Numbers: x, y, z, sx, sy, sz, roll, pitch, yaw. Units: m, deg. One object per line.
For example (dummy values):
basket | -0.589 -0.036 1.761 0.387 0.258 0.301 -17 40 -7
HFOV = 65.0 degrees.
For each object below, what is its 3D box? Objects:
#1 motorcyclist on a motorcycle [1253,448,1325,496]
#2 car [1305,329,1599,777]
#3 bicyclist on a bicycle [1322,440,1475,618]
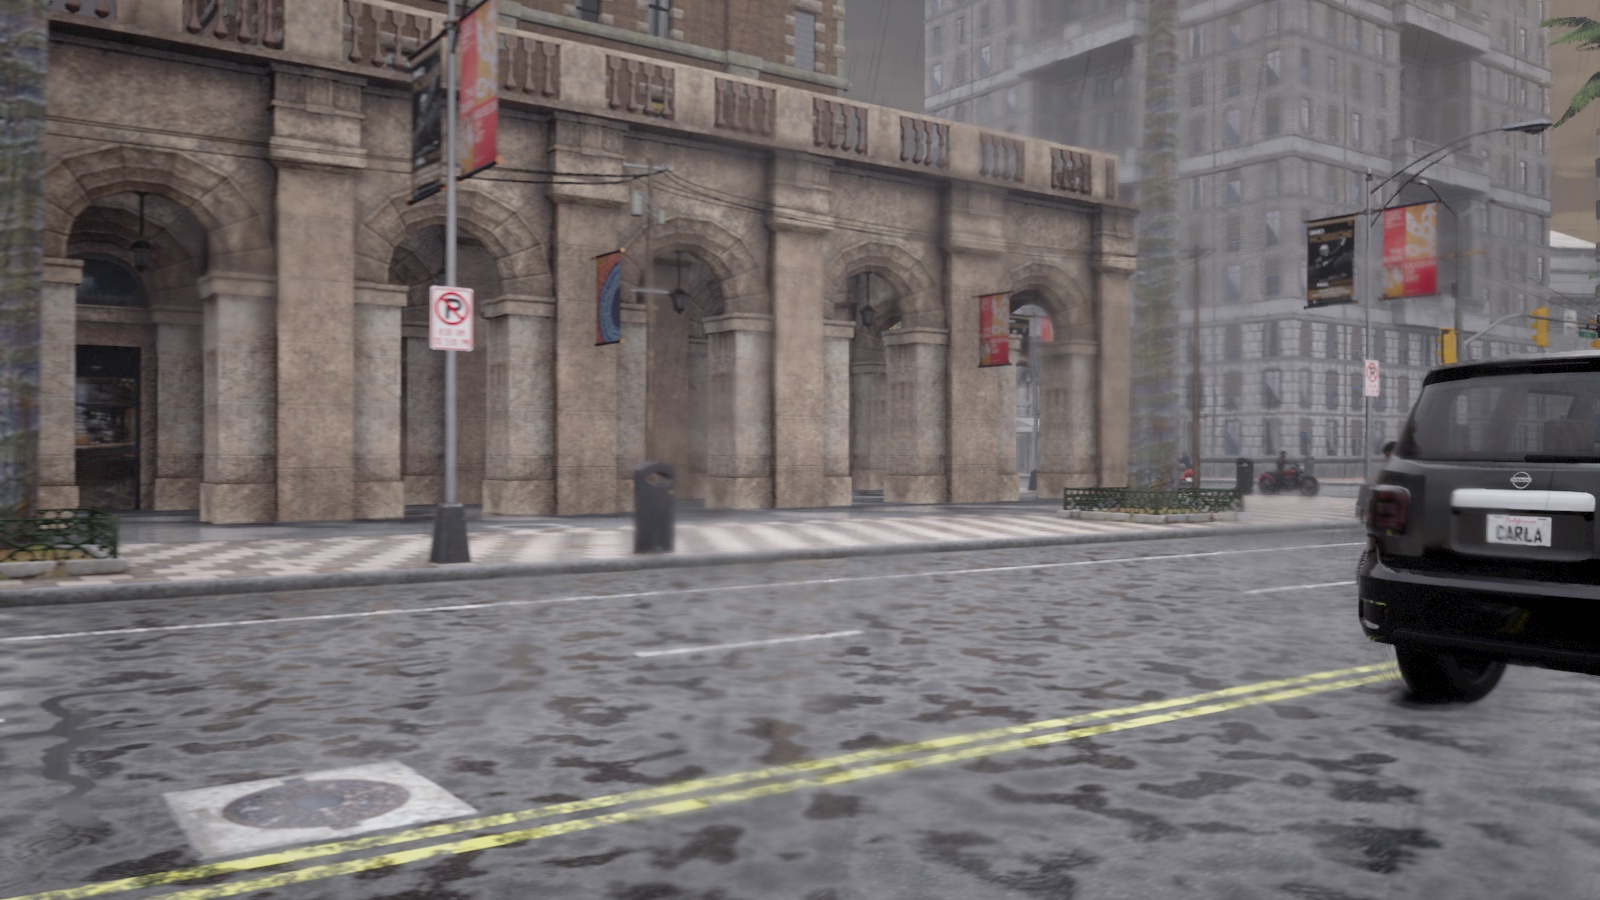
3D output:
motorcyclist on a motorcycle | 17.359 0.762 44.668 0.766 1.649 2.350 0 0 -35
car | 5.691 0.469 7.664 5.566 2.045 2.150 0 0 -35
bicyclist on a bicycle | 5.782 0.713 12.106 1.656 1.620 0.582 0 0 -35
